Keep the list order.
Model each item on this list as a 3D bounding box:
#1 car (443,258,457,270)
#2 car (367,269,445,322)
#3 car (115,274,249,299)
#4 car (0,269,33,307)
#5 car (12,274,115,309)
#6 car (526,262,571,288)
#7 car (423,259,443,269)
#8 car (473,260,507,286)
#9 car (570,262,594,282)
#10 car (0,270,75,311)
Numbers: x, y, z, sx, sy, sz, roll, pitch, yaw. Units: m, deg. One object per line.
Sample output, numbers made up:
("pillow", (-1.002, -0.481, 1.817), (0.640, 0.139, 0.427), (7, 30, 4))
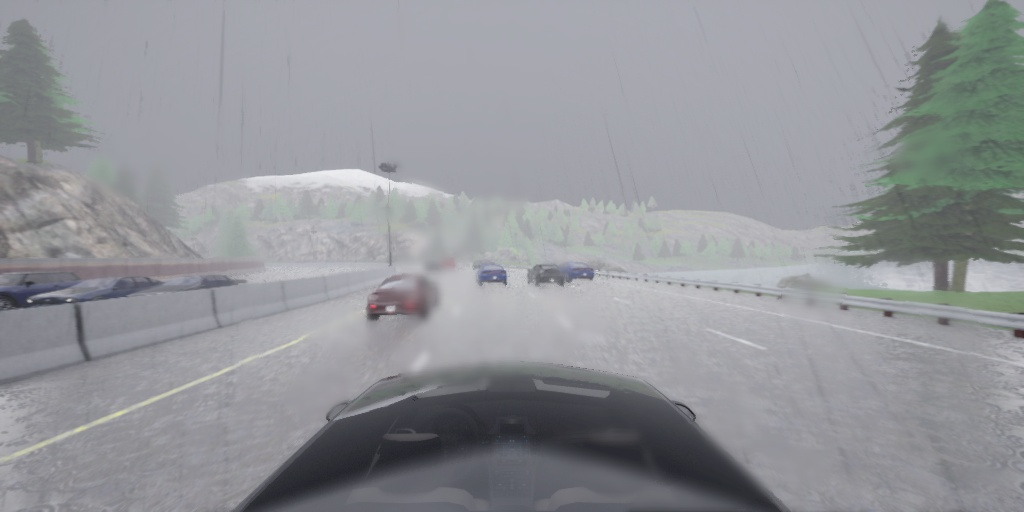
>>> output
("car", (-11.135, 1.299, 62.163), (2.150, 2.045, 5.566), (0, 0, -24))
("car", (-3.655, 1.361, 12.642), (1.812, 1.442, 4.674), (-1, 0, -4))
("car", (-14.616, 1.571, 16.735), (2.033, 1.411, 5.357), (-1, 0, -6))
("car", (-25.074, 1.545, 15.779), (2.097, 1.767, 4.553), (-1, 0, -6))
("car", (-18.096, 1.625, 16.357), (2.033, 1.411, 5.357), (-1, 0, -5))
("car", (2.215, 1.275, 24.260), (1.837, 1.490, 4.892), (0, 0, -8))
("car", (-12.204, 1.427, 54.305), (2.097, 1.767, 4.553), (-1, 0, -20))
("car", (-1.578, 1.314, 26.733), (1.882, 1.535, 5.008), (0, 0, -9))
("car", (5.010, 1.213, 29.100), (1.882, 1.535, 5.008), (0, 0, -10))
("car", (-21.562, 1.482, 15.636), (2.097, 1.767, 4.553), (-1, 0, -5))
